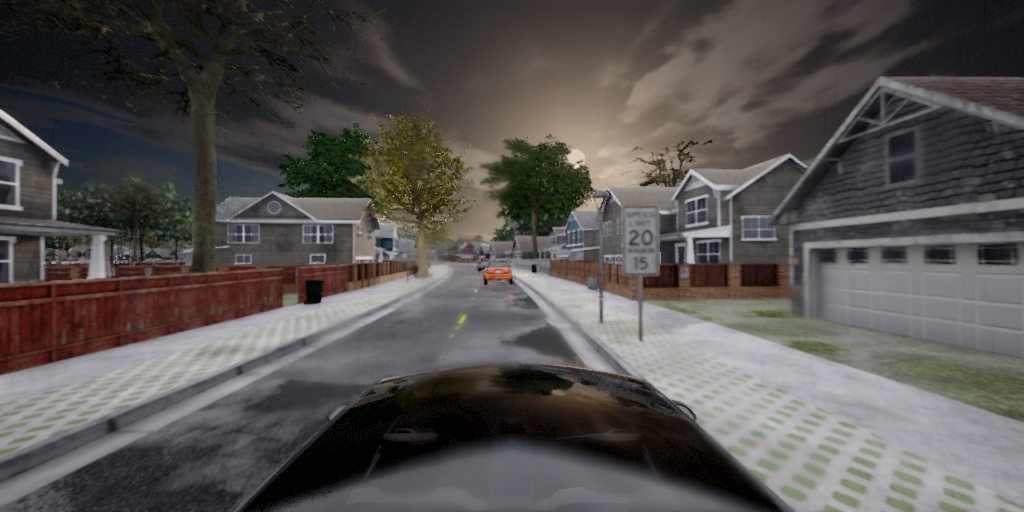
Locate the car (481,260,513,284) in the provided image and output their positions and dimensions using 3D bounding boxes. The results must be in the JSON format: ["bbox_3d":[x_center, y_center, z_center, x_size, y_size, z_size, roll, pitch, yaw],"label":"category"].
[{"bbox_3d":[-1.128,1.121,27.417,2.097,1.767,4.553,0,0,-5],"label":"car"}]

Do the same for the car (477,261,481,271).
[{"bbox_3d":[-3.821,1.378,49.866,1.994,1.385,4.181,0,0,-9],"label":"car"}]
